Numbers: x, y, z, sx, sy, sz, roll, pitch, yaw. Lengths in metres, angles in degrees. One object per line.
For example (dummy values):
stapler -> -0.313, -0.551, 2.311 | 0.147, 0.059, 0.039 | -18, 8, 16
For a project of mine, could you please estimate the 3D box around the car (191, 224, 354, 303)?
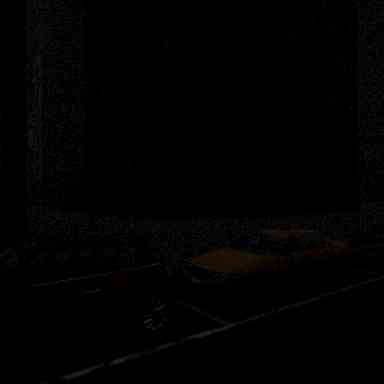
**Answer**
car -> 2.046, 1.500, 8.108 | 4.829, 1.417, 1.752 | 0, 0, -35

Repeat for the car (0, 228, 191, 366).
car -> -2.304, 1.437, 5.006 | 4.097, 1.590, 1.967 | 0, 0, -35
